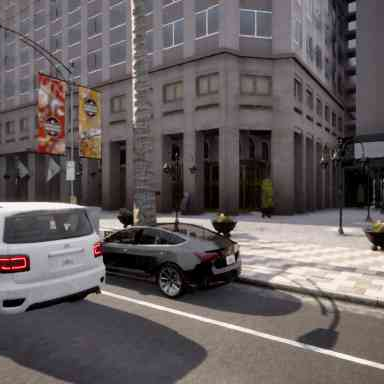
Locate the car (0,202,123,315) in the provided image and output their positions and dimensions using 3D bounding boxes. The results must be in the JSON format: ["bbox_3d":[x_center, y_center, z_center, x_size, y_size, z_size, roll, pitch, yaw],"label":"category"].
[{"bbox_3d":[-4.236,1.221,7.012,5.566,2.045,2.150,0,0,35],"label":"car"}]

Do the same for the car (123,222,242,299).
[{"bbox_3d":[-1.076,1.513,8.554,4.786,1.482,2.161,0,0,35],"label":"car"}]
